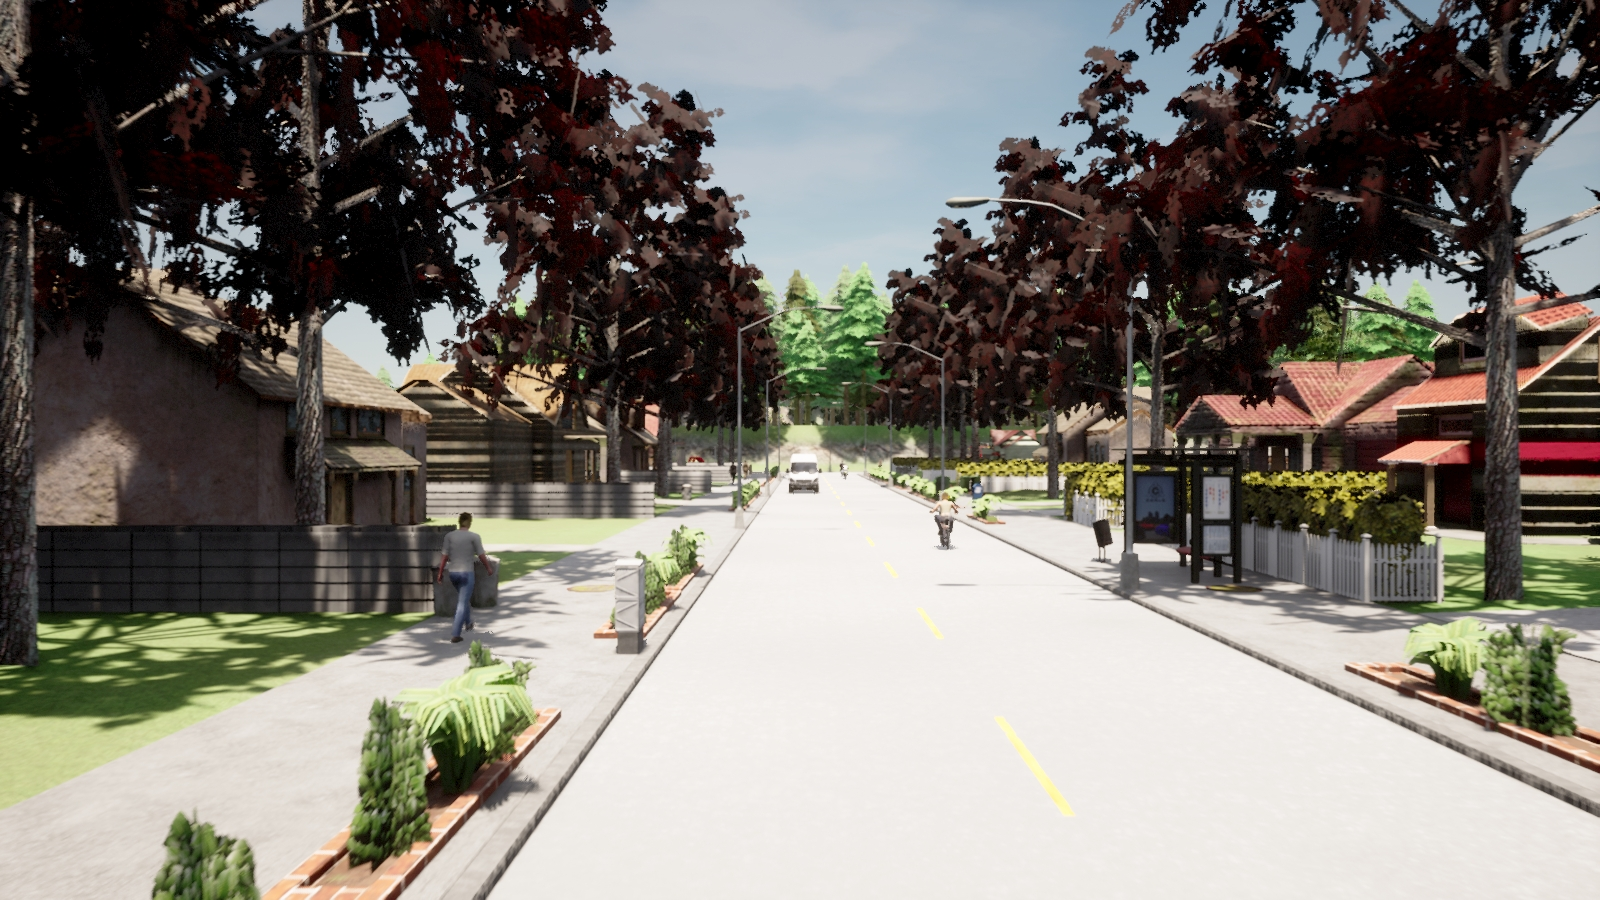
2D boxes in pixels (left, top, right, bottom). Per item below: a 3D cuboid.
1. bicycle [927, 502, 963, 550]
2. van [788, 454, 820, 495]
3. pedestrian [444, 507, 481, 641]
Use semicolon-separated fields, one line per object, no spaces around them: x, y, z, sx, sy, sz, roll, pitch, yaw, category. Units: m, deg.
4.128;2.165;32.614;0.859;1.276;1.487;0;0;0;bicycle
0.256;1.551;75.047;1.988;2.561;5.915;0;0;0;van
-4.798;1.747;16.237;0.375;1.860;0.375;0;0;9;pedestrian
